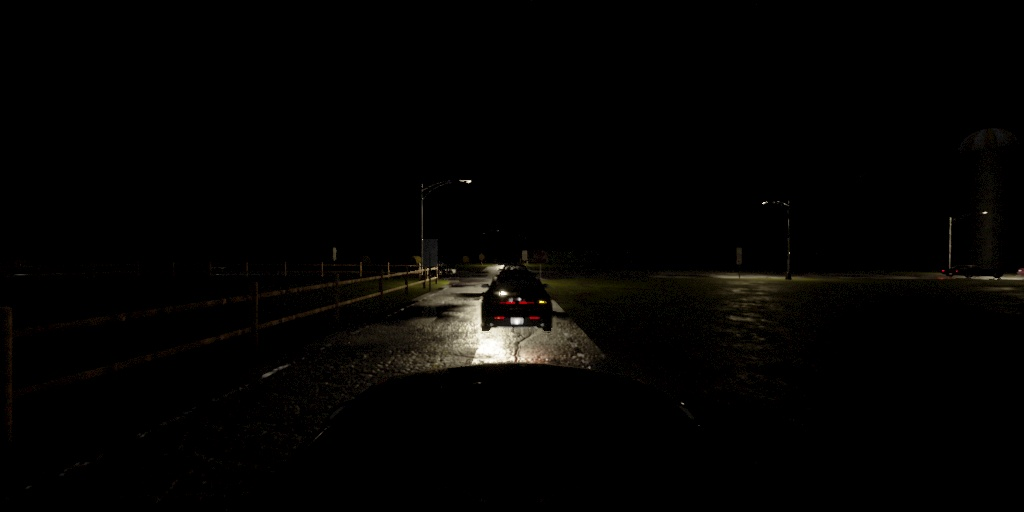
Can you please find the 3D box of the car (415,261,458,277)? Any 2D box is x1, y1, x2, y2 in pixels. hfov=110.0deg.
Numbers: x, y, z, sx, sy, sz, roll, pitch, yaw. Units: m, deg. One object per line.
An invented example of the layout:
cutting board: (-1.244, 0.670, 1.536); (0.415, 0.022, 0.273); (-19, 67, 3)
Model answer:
car: (-7.576, 1.291, 35.950); (4.902, 1.511, 2.128); (0, 0, 35)

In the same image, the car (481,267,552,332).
car: (0.120, 1.263, 10.827); (1.837, 1.490, 4.892); (0, 0, 0)

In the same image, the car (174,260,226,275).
car: (-33.612, 1.193, 38.652); (4.902, 1.511, 2.128); (0, 0, 0)

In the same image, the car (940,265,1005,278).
car: (49.177, 1.651, 38.309); (4.718, 1.301, 1.895); (0, 0, 2)

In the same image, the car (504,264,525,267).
car: (0.169, 1.248, 23.468); (1.882, 1.535, 5.008); (0, 0, 0)
